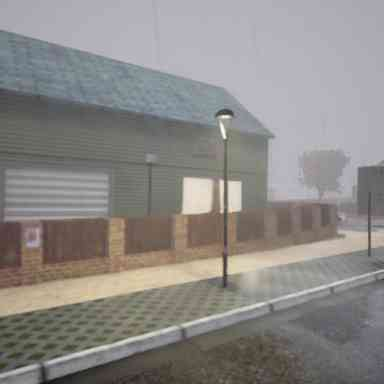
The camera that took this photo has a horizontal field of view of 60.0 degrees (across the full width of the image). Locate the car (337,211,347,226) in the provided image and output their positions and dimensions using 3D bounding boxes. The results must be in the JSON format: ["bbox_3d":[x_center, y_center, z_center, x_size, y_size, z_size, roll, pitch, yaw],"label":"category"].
[{"bbox_3d":[8.764,1.588,24.200,2.128,1.511,4.902,2,-1,-34],"label":"car"}]

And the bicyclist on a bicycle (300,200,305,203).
[{"bbox_3d":[10.622,1.587,31.985,1.656,1.620,0.582,2,-1,-34],"label":"bicyclist on a bicycle"}]
